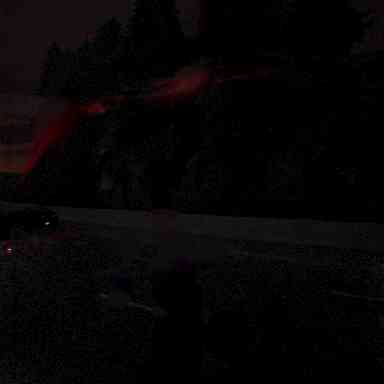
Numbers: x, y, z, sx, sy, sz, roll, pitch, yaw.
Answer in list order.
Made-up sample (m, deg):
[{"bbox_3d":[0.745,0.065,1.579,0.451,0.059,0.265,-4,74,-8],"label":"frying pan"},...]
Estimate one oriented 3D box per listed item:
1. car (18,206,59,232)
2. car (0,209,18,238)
[{"bbox_3d":[-10.371,1.668,21.432,4.902,1.511,2.128,0,-1,43],"label":"car"},{"bbox_3d":[-11.067,1.648,17.324,4.674,1.442,1.812,0,-1,42],"label":"car"}]
